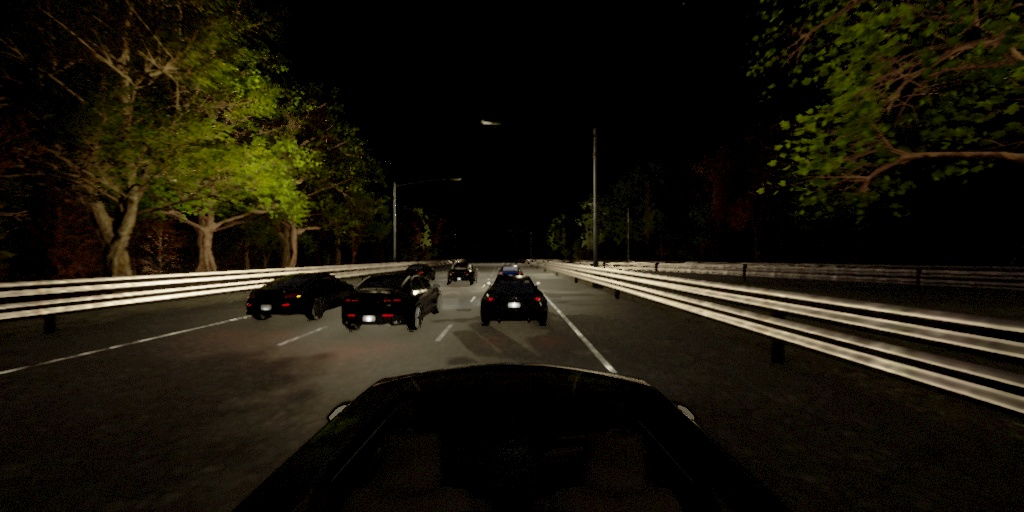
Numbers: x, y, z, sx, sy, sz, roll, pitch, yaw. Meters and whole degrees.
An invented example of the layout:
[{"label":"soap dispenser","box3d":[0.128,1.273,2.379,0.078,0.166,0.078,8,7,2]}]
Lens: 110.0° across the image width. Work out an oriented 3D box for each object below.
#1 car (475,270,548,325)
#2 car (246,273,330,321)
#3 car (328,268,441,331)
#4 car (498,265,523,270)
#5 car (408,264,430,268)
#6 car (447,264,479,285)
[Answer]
[{"label":"car","box3d":[0.050,1.329,11.902,1.994,1.385,4.181,0,0,0]},{"label":"car","box3d":[-6.952,1.295,12.419,1.812,1.442,4.674,0,0,0]},{"label":"car","box3d":[-3.445,1.269,11.038,1.837,1.490,4.892,0,0,0]},{"label":"car","box3d":[-0.130,1.362,27.340,1.994,1.385,4.181,0,0,-1]},{"label":"car","box3d":[-7.136,1.328,27.703,1.812,1.442,4.674,0,0,-1]},{"label":"car","box3d":[-3.622,1.304,26.737,1.837,1.490,4.892,0,0,-1]}]
